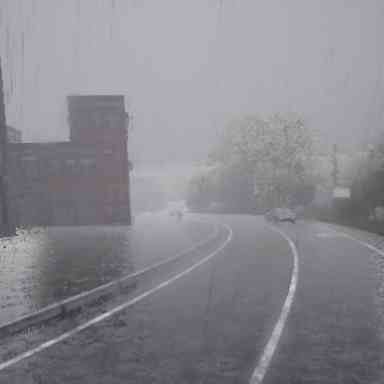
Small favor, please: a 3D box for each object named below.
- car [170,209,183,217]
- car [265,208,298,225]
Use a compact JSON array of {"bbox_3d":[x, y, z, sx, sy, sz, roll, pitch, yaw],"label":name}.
[{"bbox_3d":[-3.218,4.186,66.541,1.994,1.385,4.181,-4,-2,-15],"label":"car"},{"bbox_3d":[7.945,2.133,29.988,2.033,1.411,5.357,-3,-2,0],"label":"car"}]
